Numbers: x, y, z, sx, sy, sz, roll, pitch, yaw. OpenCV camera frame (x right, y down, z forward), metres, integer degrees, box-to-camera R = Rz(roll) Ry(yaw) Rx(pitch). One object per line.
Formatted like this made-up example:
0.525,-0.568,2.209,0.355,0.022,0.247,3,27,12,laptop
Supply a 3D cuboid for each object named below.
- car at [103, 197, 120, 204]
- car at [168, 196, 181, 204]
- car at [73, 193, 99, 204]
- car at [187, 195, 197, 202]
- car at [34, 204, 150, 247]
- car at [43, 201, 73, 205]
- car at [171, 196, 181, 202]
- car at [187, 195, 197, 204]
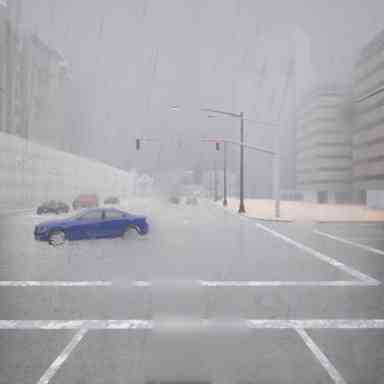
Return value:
-14.084,1.546,58.543,2.033,1.411,5.357,0,0,0,car
-3.447,1.524,62.140,1.812,1.442,4.674,0,0,0,car
-14.113,1.221,44.495,2.150,2.045,5.566,0,0,0,car
-0.043,1.426,73.630,2.033,1.411,5.357,0,0,0,car
-4.431,1.477,15.114,5.008,1.535,1.882,0,-1,-24,car
-14.114,1.563,33.961,1.994,1.385,4.181,0,0,0,car
-3.543,1.594,74.448,1.895,1.301,4.718,0,0,0,car
-0.037,1.476,63.212,1.882,1.535,5.008,0,0,0,car
